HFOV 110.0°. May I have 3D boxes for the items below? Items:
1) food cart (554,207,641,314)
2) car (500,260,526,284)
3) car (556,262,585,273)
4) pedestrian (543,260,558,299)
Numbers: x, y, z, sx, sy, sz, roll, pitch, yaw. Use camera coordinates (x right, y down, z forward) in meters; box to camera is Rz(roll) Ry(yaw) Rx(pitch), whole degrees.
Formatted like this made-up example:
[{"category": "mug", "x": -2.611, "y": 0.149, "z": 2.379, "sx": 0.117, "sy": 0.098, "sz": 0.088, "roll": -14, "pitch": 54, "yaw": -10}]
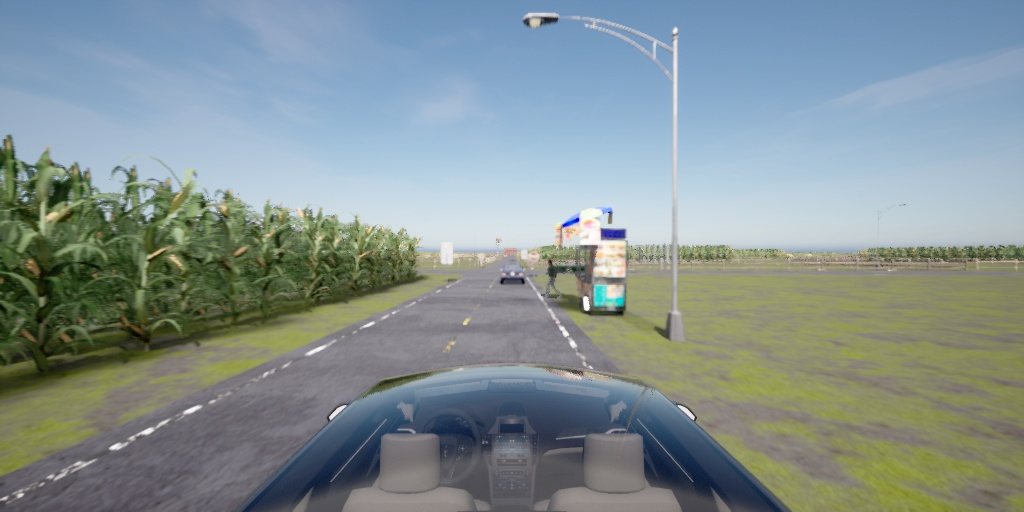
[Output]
[{"category": "food cart", "x": 3.125, "y": 0.201, "z": 13.496, "sx": 2.280, "sy": 3.560, "sz": 4.660, "roll": 0, "pitch": 0, "yaw": 0}, {"category": "car", "x": 0.053, "y": 1.262, "z": 26.720, "sx": 2.033, "sy": 1.411, "sz": 5.357, "roll": 0, "pitch": 0, "yaw": 1}, {"category": "car", "x": 7.494, "y": 1.294, "z": 41.008, "sx": 4.718, "sy": 1.301, "sz": 1.895, "roll": 0, "pitch": 1, "yaw": -12}, {"category": "pedestrian", "x": 1.755, "y": 1.025, "z": 16.245, "sx": 0.375, "sy": 1.860, "sz": 0.375, "roll": -1, "pitch": 1, "yaw": -3}]
